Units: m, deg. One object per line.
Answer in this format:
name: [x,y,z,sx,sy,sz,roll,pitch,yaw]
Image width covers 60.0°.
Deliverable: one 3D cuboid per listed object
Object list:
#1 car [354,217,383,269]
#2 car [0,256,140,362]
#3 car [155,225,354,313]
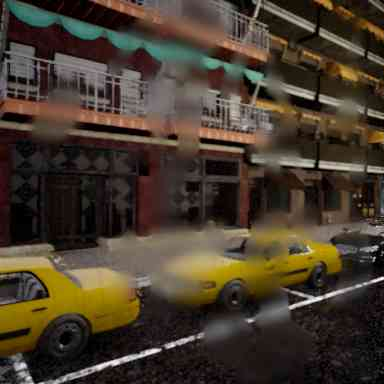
car: [6.261,1.549,11.026,4.403,1.369,2.008,0,0,-36]
car: [-3.094,1.525,4.346,4.829,1.417,1.752,0,0,-36]
car: [1.514,1.525,7.636,4.829,1.417,1.752,0,0,-36]
